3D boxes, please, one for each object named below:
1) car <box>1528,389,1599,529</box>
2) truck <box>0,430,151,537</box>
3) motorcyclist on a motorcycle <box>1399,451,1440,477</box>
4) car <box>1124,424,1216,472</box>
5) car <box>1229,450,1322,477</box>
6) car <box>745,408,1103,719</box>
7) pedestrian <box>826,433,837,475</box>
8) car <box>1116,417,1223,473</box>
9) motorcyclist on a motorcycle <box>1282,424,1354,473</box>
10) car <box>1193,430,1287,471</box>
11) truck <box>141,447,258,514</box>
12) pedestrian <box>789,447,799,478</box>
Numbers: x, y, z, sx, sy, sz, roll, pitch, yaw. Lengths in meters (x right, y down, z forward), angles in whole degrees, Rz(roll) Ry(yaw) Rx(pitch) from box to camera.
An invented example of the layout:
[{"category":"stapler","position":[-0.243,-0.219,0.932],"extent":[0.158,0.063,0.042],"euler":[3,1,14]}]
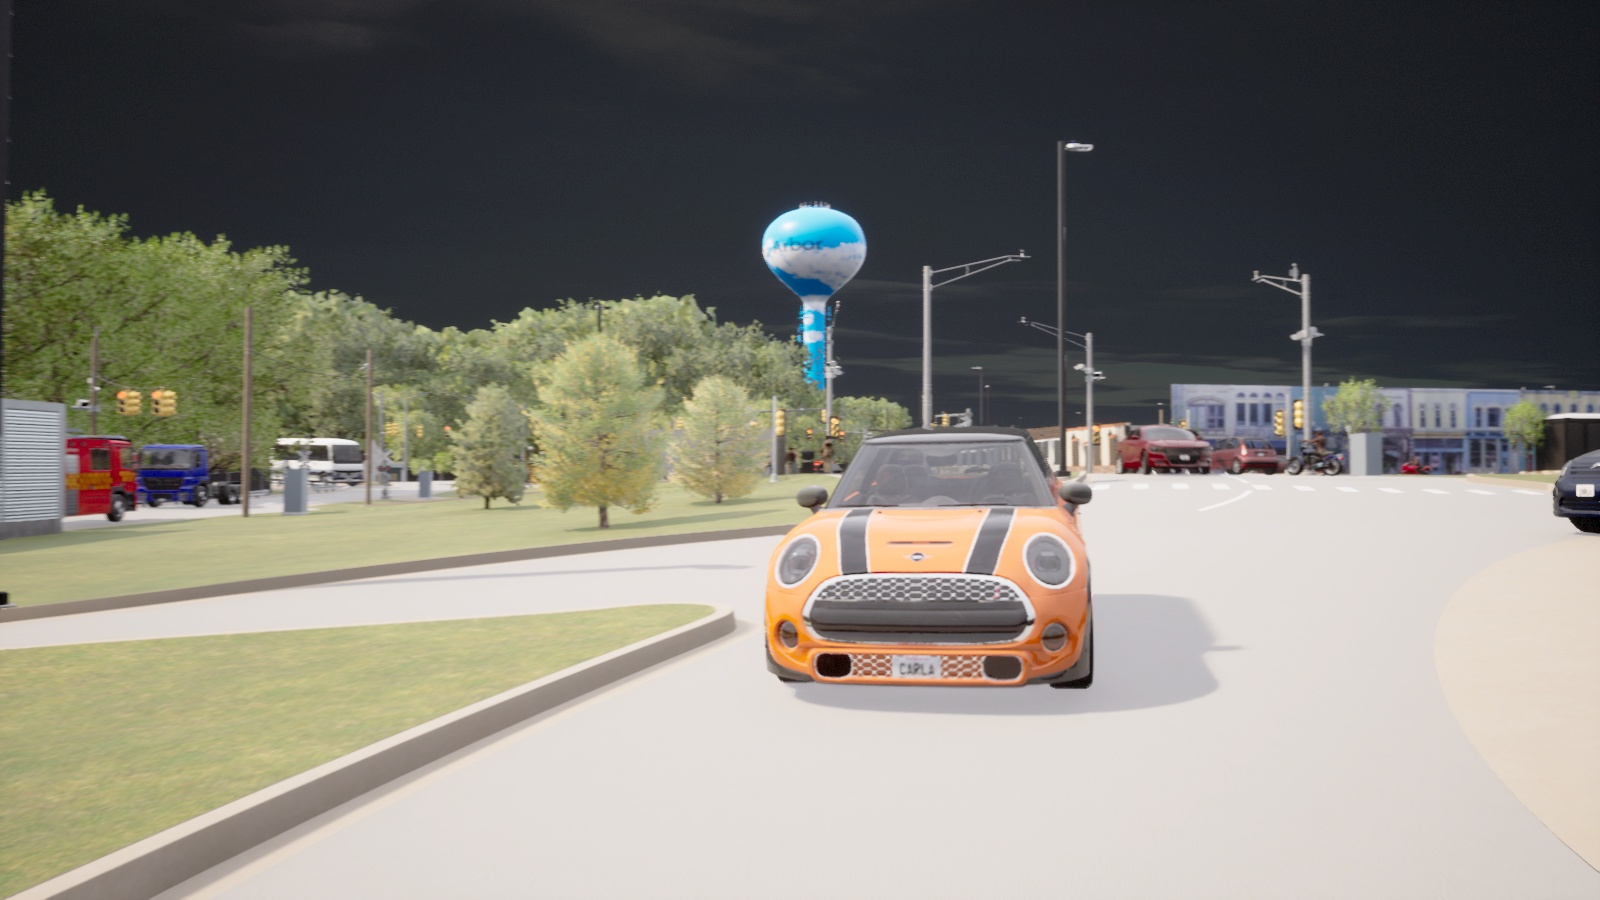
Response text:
[{"category":"car","position":[11.182,0.037,14.915],"extent":[3.988,1.617,1.851],"euler":[-2,-1,-6]},{"category":"truck","position":[-29.041,1.251,49.455],"extent":[2.891,3.827,8.468],"euler":[0,-1,-3]},{"category":"motorcyclist on a motorcycle","position":[35.946,0.817,72.895],"extent":[2.044,1.523,0.797],"euler":[1,-2,-9]},{"category":"car","position":[15.385,-0.046,52.384],"extent":[1.905,1.878,3.866],"euler":[0,-1,-15]},{"category":"car","position":[27.062,0.788,71.565],"extent":[4.674,1.442,1.812],"euler":[0,-2,-9]},{"category":"car","position":[1.187,0.623,9.765],"extent":[2.097,1.767,4.553],"euler":[-2,2,12]},{"category":"pedestrian","position":[1.490,0.194,59.189],"extent":[0.396,1.930,0.692],"euler":[0,-2,-8]},{"category":"car","position":[10.913,-0.099,37.471],"extent":[1.882,1.535,5.008],"euler":[0,-1,2]},{"category":"motorcyclist on a motorcycle","position":[18.016,-0.038,43.731],"extent":[0.766,1.649,2.350],"euler":[0,-1,-27]},{"category":"car","position":[18.503,0.064,52.981],"extent":[1.851,1.617,3.988],"euler":[0,-1,-13]},{"category":"truck","position":[-33.244,1.643,69.909],"extent":[2.891,3.462,7.936],"euler":[0,0,-2]},{"category":"pedestrian","position":[-0.330,0.735,75.058],"extent":[0.431,1.840,0.703],"euler":[-1,-2,14]}]
